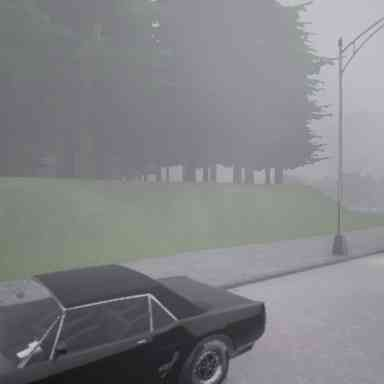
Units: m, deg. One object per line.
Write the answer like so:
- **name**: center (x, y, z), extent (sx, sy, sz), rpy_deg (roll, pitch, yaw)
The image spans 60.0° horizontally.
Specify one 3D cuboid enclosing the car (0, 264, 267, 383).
- **car**: center (-1.429, 1.601, 3.573), extent (4.718, 1.301, 1.895), rpy_deg (0, 0, -37)
